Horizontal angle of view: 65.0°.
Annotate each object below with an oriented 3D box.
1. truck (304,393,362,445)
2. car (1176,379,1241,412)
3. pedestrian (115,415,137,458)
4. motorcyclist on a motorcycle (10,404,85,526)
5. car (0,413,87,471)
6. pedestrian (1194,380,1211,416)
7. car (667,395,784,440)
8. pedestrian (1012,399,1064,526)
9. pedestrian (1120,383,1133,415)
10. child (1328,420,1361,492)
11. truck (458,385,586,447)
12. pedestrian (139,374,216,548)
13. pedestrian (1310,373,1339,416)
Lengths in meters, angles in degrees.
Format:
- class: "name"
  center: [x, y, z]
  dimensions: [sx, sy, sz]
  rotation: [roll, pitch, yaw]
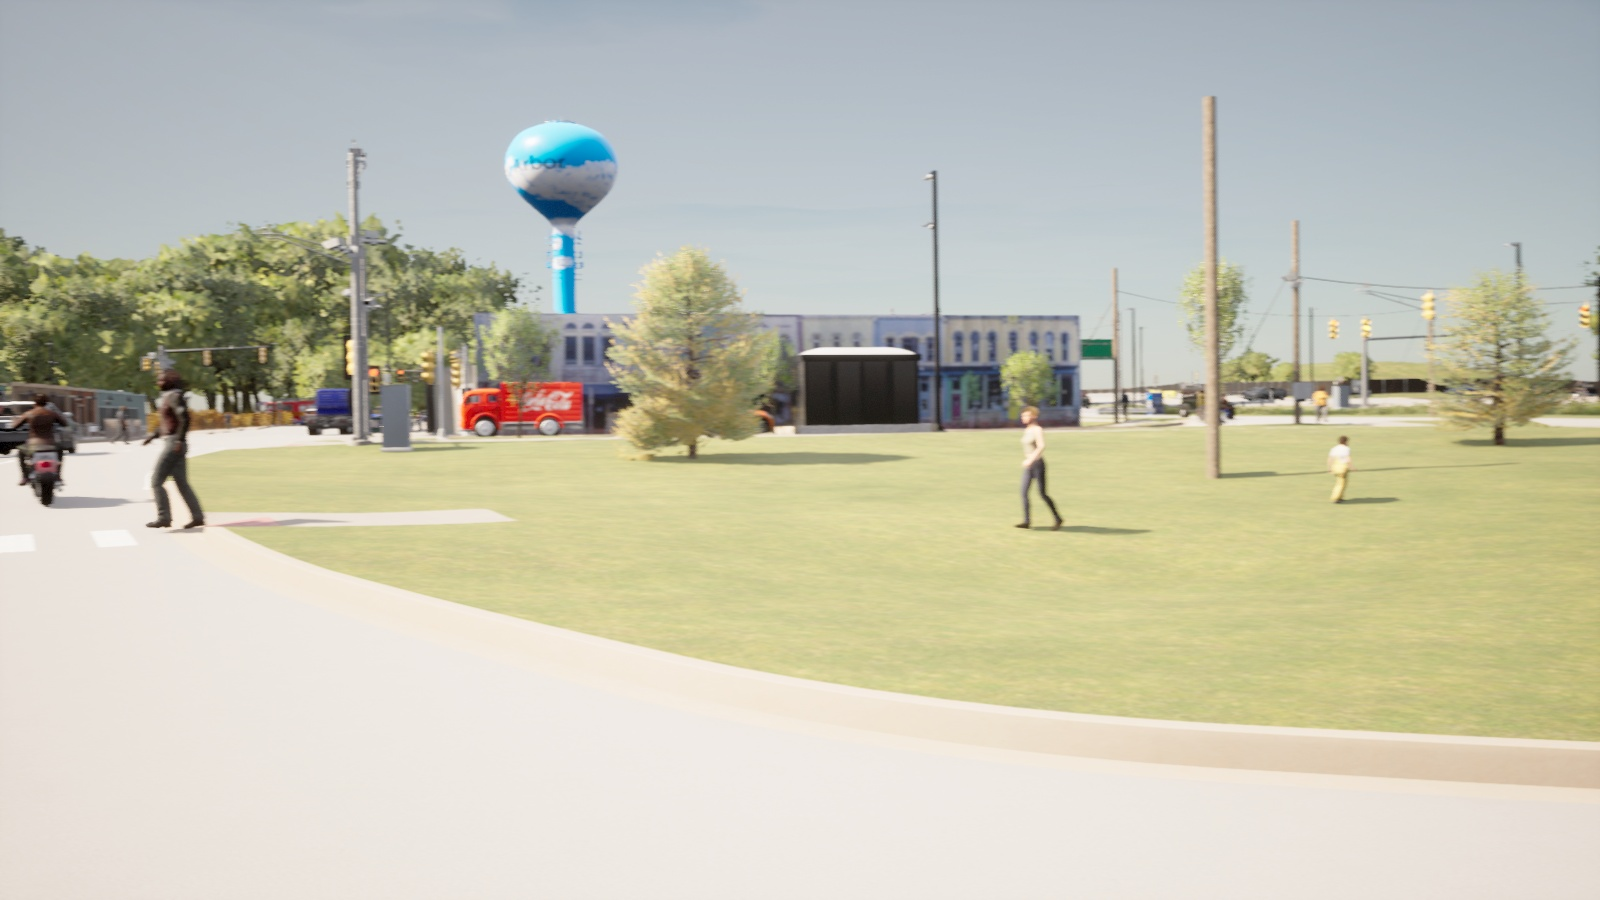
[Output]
- class: "truck"
  center: [-33.571, -2.215, 90.617]
  dimensions: [2.891, 3.462, 7.936]
  rotation: [-2, 2, -14]
- class: "car"
  center: [24.130, -3.208, 74.359]
  dimensions: [1.905, 1.878, 3.866]
  rotation: [-2, 2, -13]
- class: "pedestrian"
  center: [-29.729, -0.598, 55.419]
  dimensions: [0.694, 1.848, 0.540]
  rotation: [-2, 1, -17]
- class: "motorcyclist on a motorcycle"
  center: [-11.068, 0.175, 18.427]
  dimensions: [0.766, 1.649, 2.350]
  rotation: [-3, 3, -34]
- class: "car"
  center: [-21.189, -0.246, 34.685]
  dimensions: [1.970, 1.475, 3.806]
  rotation: [-3, 2, -20]
- class: "pedestrian"
  center: [21.179, -2.723, 66.039]
  dimensions: [0.431, 1.840, 0.709]
  rotation: [-3, 1, -31]
- class: "car"
  center: [-3.147, -1.358, 52.611]
  dimensions: [4.553, 1.767, 2.097]
  rotation: [-2, 1, -15]
- class: "pedestrian"
  center: [3.504, 0.177, 18.492]
  dimensions: [0.594, 1.836, 0.345]
  rotation: [-3, 1, -21]
- class: "pedestrian"
  center: [18.710, -2.925, 71.896]
  dimensions: [0.370, 1.835, 0.726]
  rotation: [-2, 1, -12]
- class: "child"
  center: [9.682, 0.108, 22.341]
  dimensions: [0.437, 1.263, 0.270]
  rotation: [-2, 1, -16]
- class: "truck"
  center: [-12.018, -1.479, 54.428]
  dimensions: [5.204, 2.467, 2.627]
  rotation: [-2, 1, -12]
- class: "pedestrian"
  center: [-7.089, 0.119, 14.316]
  dimensions: [0.666, 1.930, 0.402]
  rotation: [-2, 1, -19]
- class: "pedestrian"
  center: [23.606, -2.497, 56.515]
  dimensions: [0.874, 1.855, 0.900]
  rotation: [-2, 1, 2]
